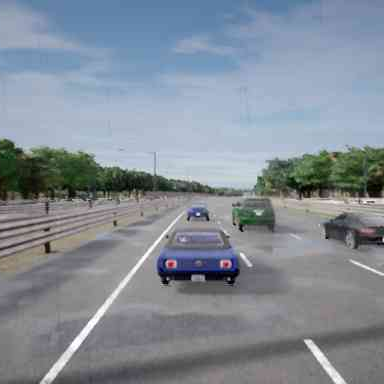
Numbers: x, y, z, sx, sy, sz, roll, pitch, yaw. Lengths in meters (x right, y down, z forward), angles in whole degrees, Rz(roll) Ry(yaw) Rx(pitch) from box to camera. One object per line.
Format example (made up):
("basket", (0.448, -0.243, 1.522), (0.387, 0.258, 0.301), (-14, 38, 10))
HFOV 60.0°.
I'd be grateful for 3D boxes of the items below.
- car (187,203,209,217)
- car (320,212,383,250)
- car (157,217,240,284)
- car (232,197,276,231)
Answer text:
("car", (0.566, 1.671, 29.808), (1.812, 1.442, 4.674), (0, 0, 2))
("car", (7.238, 1.597, 14.576), (1.812, 1.442, 4.674), (0, 0, 1))
("car", (0.166, 1.647, 9.638), (1.895, 1.301, 4.718), (0, 0, 1))
("car", (3.856, 1.329, 21.497), (2.150, 2.045, 5.566), (0, 0, 1))
